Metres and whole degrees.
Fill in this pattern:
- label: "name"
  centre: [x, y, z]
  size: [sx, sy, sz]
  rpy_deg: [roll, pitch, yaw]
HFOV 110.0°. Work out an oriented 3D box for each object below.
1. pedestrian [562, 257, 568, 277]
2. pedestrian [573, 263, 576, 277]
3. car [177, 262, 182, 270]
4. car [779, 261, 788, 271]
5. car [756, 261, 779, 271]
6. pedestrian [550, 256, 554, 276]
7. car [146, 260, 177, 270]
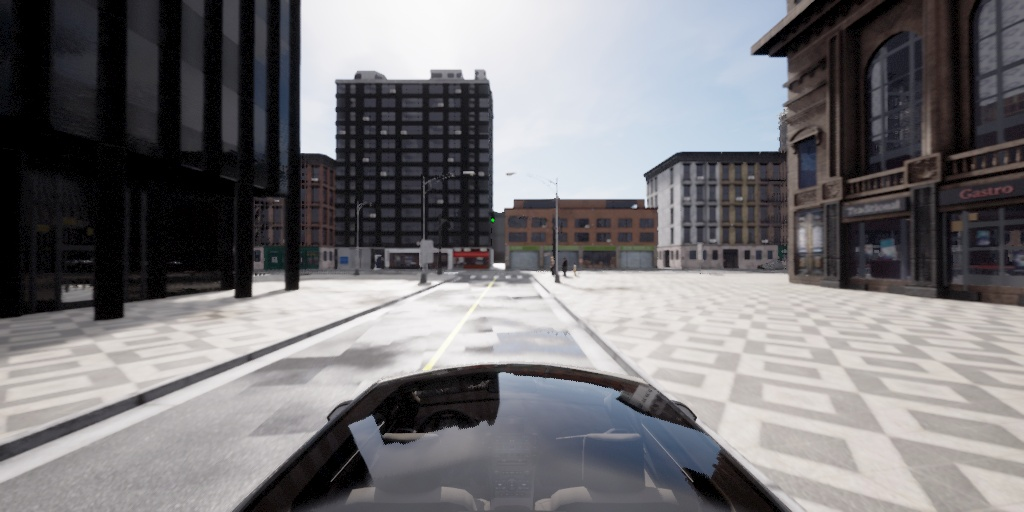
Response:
- label: "pedestrian"
  centre: [4.630, 0.934, 31.581]
  size: [0.375, 1.860, 0.375]
  rpy_deg: [0, -1, 0]
- label: "pedestrian"
  centre: [5.630, 1.209, 32.179]
  size: [0.375, 1.300, 0.375]
  rpy_deg: [0, -1, 0]
- label: "car"
  centre: [-44.695, 1.392, 46.408]
  size: [5.008, 1.535, 1.882]
  rpy_deg: [0, -1, 0]
- label: "car"
  centre: [38.163, 1.257, 46.588]
  size: [4.892, 1.490, 1.837]
  rpy_deg: [0, -1, 1]
- label: "car"
  centre: [36.437, 1.352, 49.838]
  size: [4.181, 1.385, 1.994]
  rpy_deg: [0, -1, 0]
- label: "pedestrian"
  centre: [3.630, 0.939, 32.781]
  size: [0.375, 1.860, 0.375]
  rpy_deg: [0, -1, 0]
- label: "car"
  centre: [-40.795, 1.195, 39.846]
  size: [4.553, 1.767, 2.097]
  rpy_deg: [0, -1, 0]
